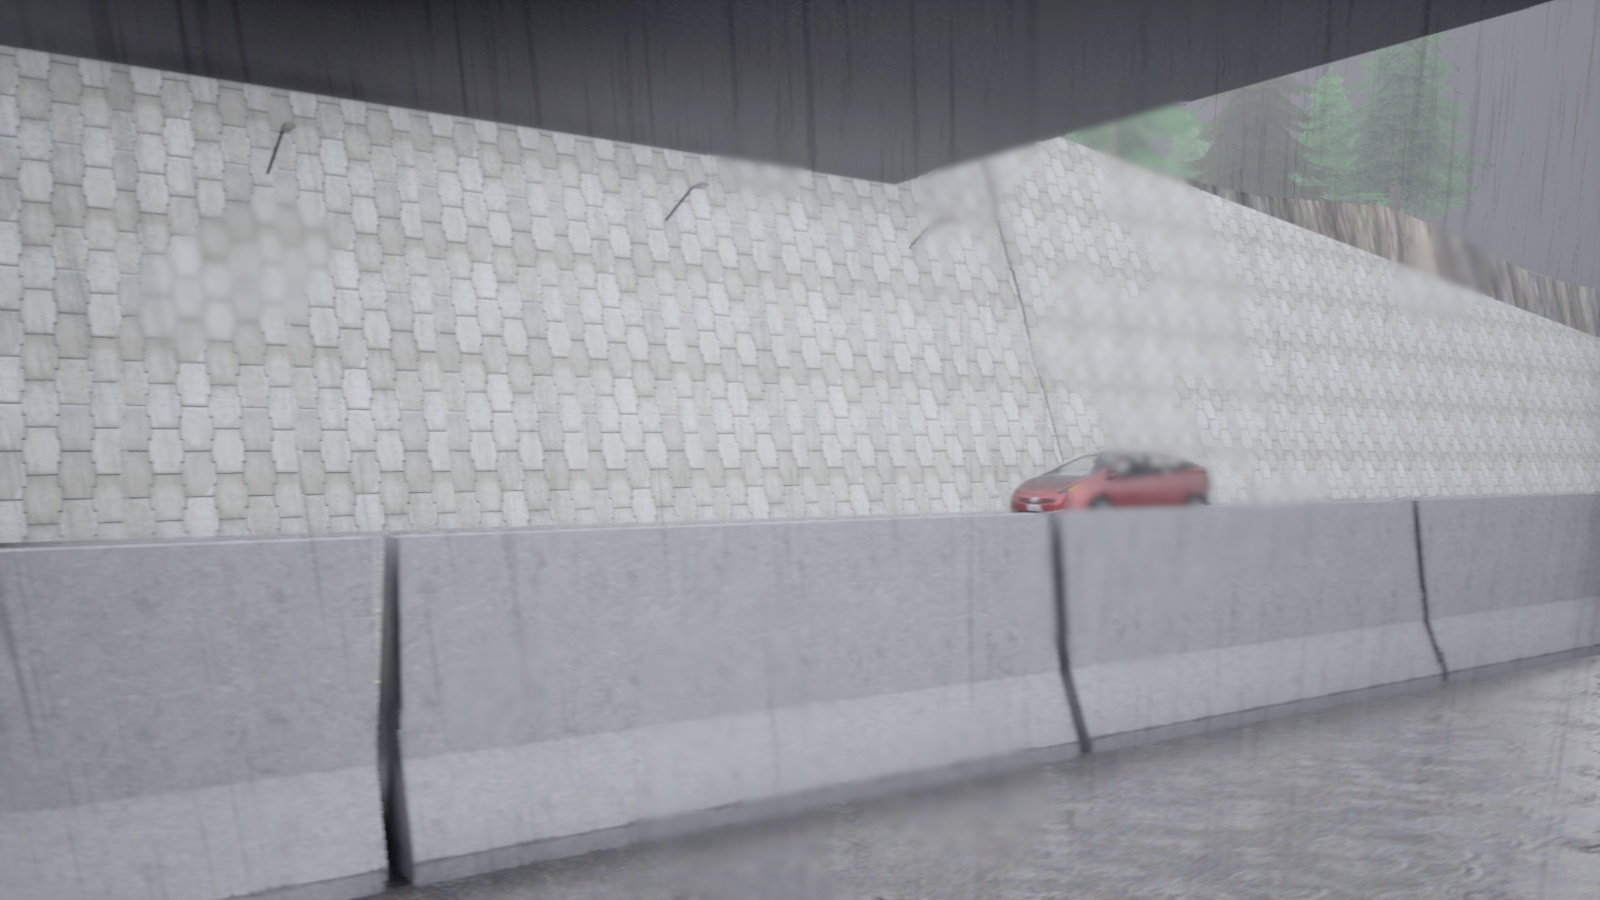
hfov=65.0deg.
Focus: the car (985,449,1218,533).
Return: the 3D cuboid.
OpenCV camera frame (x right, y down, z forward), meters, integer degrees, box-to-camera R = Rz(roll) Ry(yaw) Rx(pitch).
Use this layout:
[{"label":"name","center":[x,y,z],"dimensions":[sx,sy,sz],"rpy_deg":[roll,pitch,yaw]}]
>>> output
[{"label":"car","center":[6.030,0.740,24.935],"dimensions":[4.514,1.525,2.007],"rpy_deg":[0,0,-35]}]
